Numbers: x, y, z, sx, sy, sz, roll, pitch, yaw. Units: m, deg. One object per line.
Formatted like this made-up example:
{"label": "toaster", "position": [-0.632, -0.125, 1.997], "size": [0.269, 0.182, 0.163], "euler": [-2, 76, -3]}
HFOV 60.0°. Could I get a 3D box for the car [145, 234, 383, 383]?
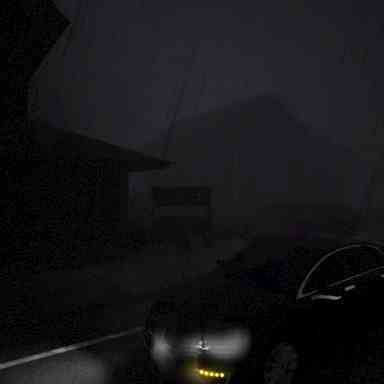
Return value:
{"label": "car", "position": [1.636, 1.481, 5.154], "size": [4.892, 1.490, 1.837], "euler": [0, 0, -35]}
